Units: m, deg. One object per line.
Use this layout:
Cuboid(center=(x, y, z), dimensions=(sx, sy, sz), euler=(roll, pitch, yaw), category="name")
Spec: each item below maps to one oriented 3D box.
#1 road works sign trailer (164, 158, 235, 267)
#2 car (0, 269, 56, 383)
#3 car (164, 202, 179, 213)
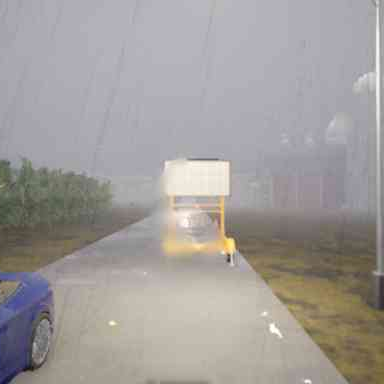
Cuboid(center=(0.178, 0.582, 11.982), dimensions=(2.380, 3.560, 2.880), euler=(0, -1, -4), category="road works sign trailer")
Cuboid(center=(-2.842, 1.554, 3.046), dimensions=(1.812, 1.442, 4.674), euler=(0, -1, 0), category="car")
Cuboid(center=(-2.882, 2.102, 47.159), dimensions=(2.128, 1.511, 4.902), euler=(0, -1, 0), category="car")
